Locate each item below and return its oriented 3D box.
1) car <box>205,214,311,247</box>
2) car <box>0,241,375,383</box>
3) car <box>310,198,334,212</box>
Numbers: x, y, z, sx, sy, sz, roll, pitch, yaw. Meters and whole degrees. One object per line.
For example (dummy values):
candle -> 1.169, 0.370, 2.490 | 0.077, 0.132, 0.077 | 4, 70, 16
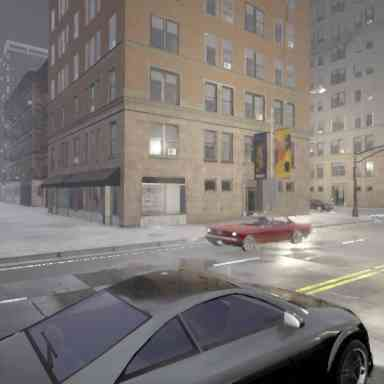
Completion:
car -> 2.830, 1.601, 13.904 | 4.718, 1.301, 1.895 | 0, 0, -36
car -> 0.109, 1.564, 3.536 | 4.181, 1.385, 1.994 | 0, 0, -36
car -> 13.878, 1.486, 38.305 | 1.837, 1.490, 4.892 | 0, 0, -36
